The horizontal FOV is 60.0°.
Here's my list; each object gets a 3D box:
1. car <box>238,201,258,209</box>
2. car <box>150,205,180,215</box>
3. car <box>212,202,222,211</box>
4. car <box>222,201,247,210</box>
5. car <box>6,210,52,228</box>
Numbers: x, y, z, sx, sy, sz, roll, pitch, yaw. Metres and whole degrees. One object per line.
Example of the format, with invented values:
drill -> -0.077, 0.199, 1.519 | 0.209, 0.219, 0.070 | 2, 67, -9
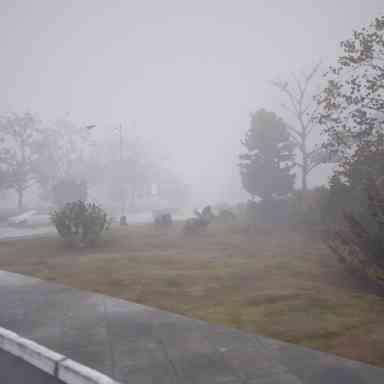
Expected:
car -> 10.435, 2.411, 62.098 | 1.837, 1.490, 4.892 | -3, -2, 33
car -> -3.748, 2.495, 46.514 | 1.895, 1.301, 4.718 | -3, -2, 32
car -> 5.010, 2.319, 53.564 | 1.837, 1.490, 4.892 | -3, -2, 32
car -> 7.111, 2.196, 50.324 | 2.033, 1.411, 5.357 | -3, -2, 32
car -> -14.214, 2.341, 30.016 | 1.812, 1.442, 4.674 | -3, -2, 33
